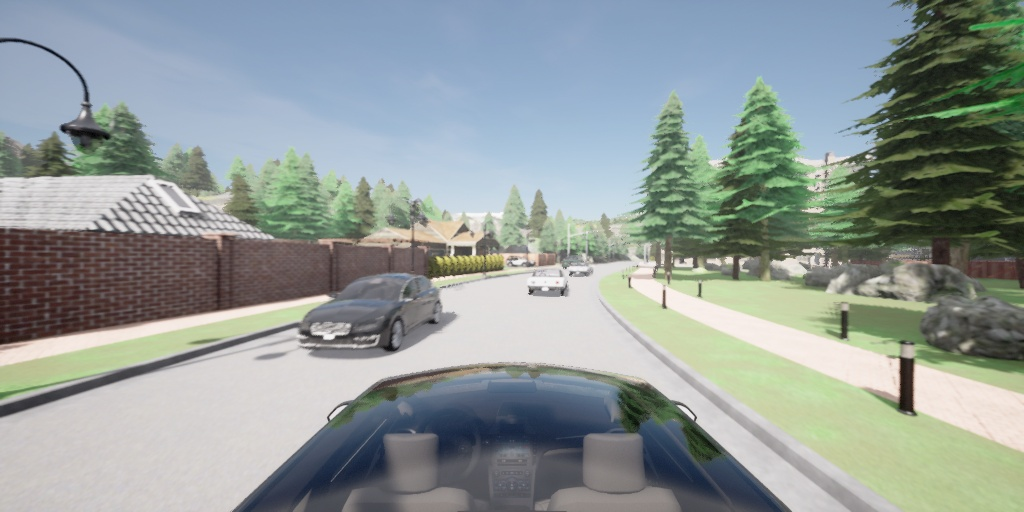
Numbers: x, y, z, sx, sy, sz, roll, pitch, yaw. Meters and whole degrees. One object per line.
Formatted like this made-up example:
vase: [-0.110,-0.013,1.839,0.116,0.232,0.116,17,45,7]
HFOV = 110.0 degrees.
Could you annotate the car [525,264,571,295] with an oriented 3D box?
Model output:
car: [2.072,1.335,19.766,1.895,1.301,4.718,0,0,11]

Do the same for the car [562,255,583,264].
car: [8.632,0.949,50.585,2.150,2.045,5.566,0,0,22]

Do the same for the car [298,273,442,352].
car: [-3.136,1.224,8.971,1.837,1.490,4.892,0,0,5]

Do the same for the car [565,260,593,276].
car: [7.193,1.340,36.958,1.895,1.301,4.718,0,0,21]
